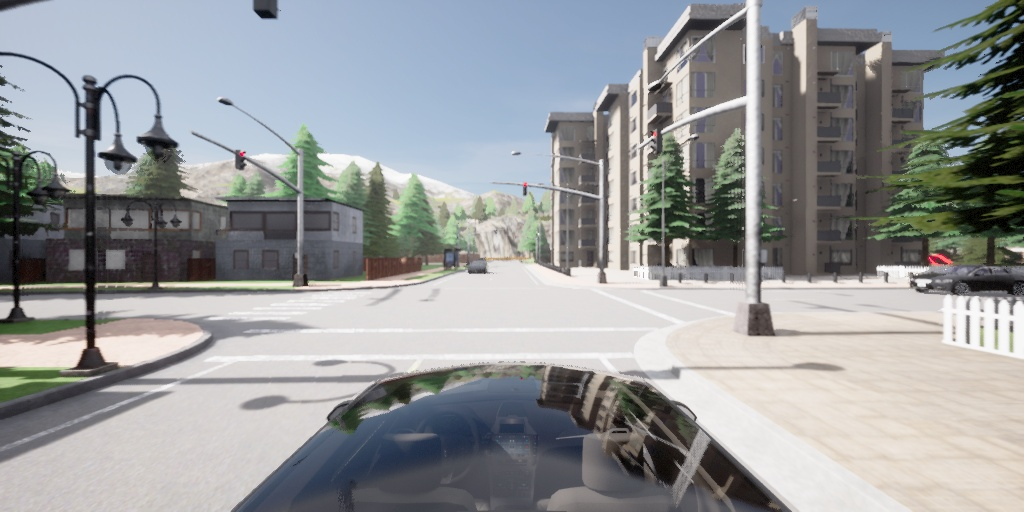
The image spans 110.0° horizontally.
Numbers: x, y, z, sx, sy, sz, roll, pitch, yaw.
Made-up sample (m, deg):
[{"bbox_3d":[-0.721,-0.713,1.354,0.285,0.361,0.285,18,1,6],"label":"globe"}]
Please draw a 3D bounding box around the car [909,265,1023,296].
[{"bbox_3d":[23.380,1.214,18.378,4.902,1.511,2.128,0,0,-2],"label":"car"}]

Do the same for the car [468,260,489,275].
[{"bbox_3d":[-3.496,1.181,37.580,1.882,1.535,5.008,0,1,0],"label":"car"}]
